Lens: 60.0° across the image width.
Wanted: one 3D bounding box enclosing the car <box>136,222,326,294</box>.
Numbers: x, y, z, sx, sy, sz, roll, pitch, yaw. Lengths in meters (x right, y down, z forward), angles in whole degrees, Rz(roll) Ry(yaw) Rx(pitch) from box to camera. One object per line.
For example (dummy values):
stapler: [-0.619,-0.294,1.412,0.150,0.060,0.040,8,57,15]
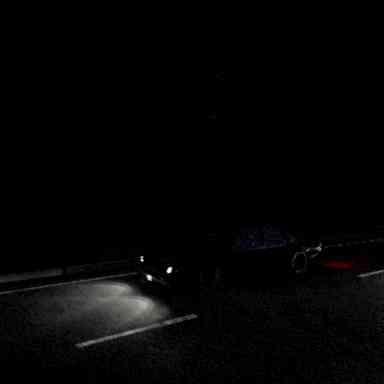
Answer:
car: [1.286,1.535,8.902,5.357,1.411,2.033,0,0,-33]
